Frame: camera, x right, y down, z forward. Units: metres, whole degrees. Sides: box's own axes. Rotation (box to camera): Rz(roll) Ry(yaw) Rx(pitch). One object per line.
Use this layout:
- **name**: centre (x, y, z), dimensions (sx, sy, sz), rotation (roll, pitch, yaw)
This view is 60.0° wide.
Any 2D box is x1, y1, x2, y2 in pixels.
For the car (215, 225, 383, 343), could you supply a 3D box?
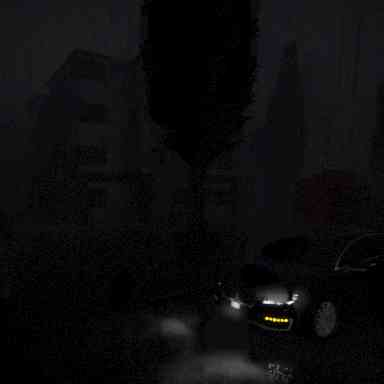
- **car**: centre (2.647, 1.467, 6.469), dimensions (4.892, 1.490, 1.837), rotation (0, 0, -35)
